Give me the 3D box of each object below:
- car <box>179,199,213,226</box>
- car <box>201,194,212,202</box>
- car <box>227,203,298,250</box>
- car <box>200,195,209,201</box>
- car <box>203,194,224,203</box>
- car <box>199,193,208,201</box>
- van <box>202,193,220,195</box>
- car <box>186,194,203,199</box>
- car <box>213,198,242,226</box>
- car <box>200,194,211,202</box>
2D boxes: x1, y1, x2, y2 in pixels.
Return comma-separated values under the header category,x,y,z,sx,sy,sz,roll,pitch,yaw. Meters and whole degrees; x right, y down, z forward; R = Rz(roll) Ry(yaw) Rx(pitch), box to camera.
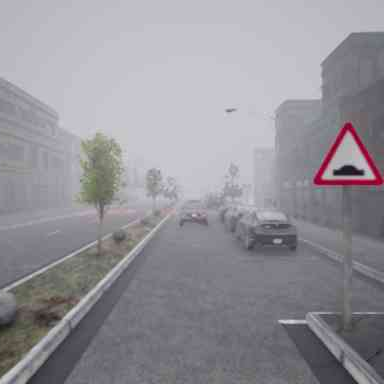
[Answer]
category,x,y,z,sx,sy,sz,roll,pitch,yaw
car,0.093,1.488,23.053,2.033,1.411,5.357,-1,0,0
car,3.014,1.224,69.258,2.185,1.767,4.553,0,0,0
car,3.001,1.453,14.068,2.231,1.521,4.892,0,0,0
car,3.017,1.415,80.455,2.002,1.452,4.674,0,0,0
car,3.009,1.391,47.201,2.002,1.452,4.674,0,0,0
car,3.018,1.264,85.948,2.185,1.767,4.553,0,0,0
van,3.011,1.117,52.843,1.878,1.987,4.442,0,0,0
car,0.110,1.389,42.264,1.837,1.490,4.892,0,0,0
car,3.003,1.450,25.273,2.163,1.488,4.792,0,0,0
car,3.015,1.235,74.779,2.185,1.767,4.553,0,0,0
